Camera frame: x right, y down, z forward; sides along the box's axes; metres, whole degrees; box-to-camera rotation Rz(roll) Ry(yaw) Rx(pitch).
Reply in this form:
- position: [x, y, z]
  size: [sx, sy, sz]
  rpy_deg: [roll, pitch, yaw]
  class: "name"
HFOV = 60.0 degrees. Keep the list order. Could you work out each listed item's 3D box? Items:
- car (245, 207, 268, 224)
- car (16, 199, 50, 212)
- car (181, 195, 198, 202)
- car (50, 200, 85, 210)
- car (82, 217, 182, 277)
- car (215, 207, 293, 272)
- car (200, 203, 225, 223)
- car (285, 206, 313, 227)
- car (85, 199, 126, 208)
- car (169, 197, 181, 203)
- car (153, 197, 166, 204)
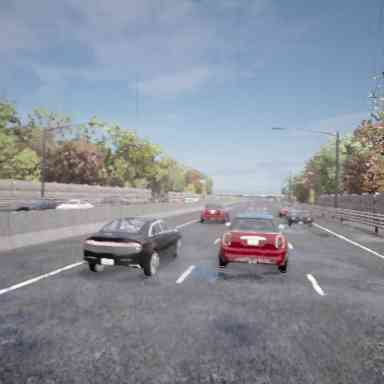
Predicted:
- position: [5.988, 2.112, 30.809]
  size: [1.895, 1.301, 4.718]
  rpy_deg: [2, -1, 11]
  class: "car"
- position: [-15.096, 1.417, 33.414]
  size: [2.033, 1.411, 5.357]
  rpy_deg: [2, -1, 11]
  class: "car"
- position: [-0.078, 1.740, 72.275]
  size: [2.150, 2.045, 5.566]
  rpy_deg: [2, -1, 11]
  class: "car"
- position: [-11.611, 1.502, 33.020]
  size: [1.812, 1.442, 4.674]
  rpy_deg: [2, -1, 11]
  class: "car"
- position: [-1.615, 1.551, 10.606]
  size: [2.128, 1.511, 4.902]
  rpy_deg: [2, -1, 11]
  class: "car"
- position: [2.234, 1.548, 11.991]
  size: [2.097, 1.767, 4.553]
  rpy_deg: [2, -1, 11]
  class: "car"
- position: [2.112, 1.724, 29.233]
  size: [2.097, 1.767, 4.553]
  rpy_deg: [2, -1, 11]
  class: "car"
- position: [9.028, 2.184, 28.380]
  size: [1.895, 1.301, 4.718]
  rpy_deg: [2, -1, 12]
  class: "car"
- position: [-8.104, 1.436, 32.678]
  size: [2.097, 1.767, 4.553]
  rpy_deg: [2, -1, 11]
  class: "car"
- position: [-3.583, 1.796, 72.612]
  size: [2.097, 1.767, 4.553]
  rpy_deg: [2, -1, 11]
  class: "car"
- position: [-7.107, 1.891, 72.860]
  size: [2.128, 1.511, 4.902]
  rpy_deg: [2, -1, 11]
  class: "car"
